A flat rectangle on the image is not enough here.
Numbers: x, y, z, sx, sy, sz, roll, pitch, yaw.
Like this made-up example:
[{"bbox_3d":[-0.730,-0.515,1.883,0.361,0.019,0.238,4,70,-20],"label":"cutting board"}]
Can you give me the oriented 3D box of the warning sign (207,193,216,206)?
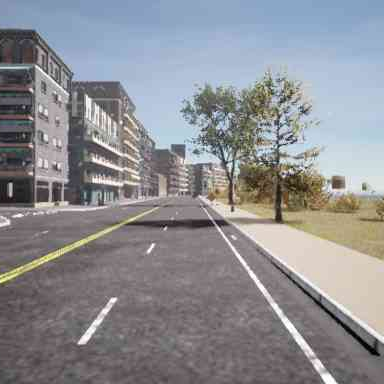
[{"bbox_3d":[2.842,1.115,48.425,1.300,1.860,1.060,-1,-1,0],"label":"warning sign"}]
